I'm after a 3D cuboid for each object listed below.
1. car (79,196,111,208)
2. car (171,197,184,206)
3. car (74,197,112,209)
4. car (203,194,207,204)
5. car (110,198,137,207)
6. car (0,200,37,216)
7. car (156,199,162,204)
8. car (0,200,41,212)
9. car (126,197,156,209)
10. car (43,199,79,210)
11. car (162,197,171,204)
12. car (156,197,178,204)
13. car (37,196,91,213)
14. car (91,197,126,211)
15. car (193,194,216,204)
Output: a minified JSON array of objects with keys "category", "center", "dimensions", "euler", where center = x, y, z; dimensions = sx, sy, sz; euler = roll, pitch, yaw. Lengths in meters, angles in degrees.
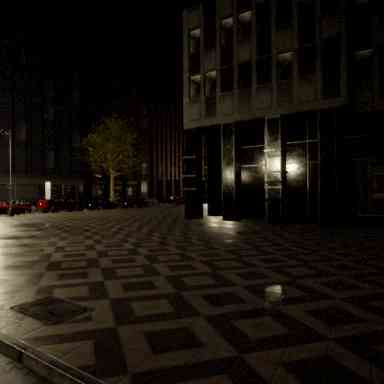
[{"category":"car","center":[-14.341,1.479,49.325],"dimensions":[1.967,1.590,4.097],"euler":[-1,0,35]},{"category":"car","center":[-0.913,1.458,53.735],"dimensions":[1.887,1.381,4.507],"euler":[-1,0,35]},{"category":"car","center":[-13.494,1.518,45.701],"dimensions":[1.837,1.490,4.892],"euler":[-1,0,35]},{"category":"car","center":[2.298,1.217,58.371],"dimensions":[2.192,1.841,5.009],"euler":[-1,0,35]},{"category":"car","center":[-11.127,1.607,53.960],"dimensions":[1.802,1.307,4.206],"euler":[-1,0,35]},{"category":"car","center":[-16.970,1.572,30.562],"dimensions":[1.802,1.307,4.206],"euler":[-1,0,35]},{"category":"car","center":[-8.012,1.539,58.455],"dimensions":[1.752,1.417,4.829],"euler":[-1,0,35]},{"category":"car","center":[-20.763,1.637,40.055],"dimensions":[1.947,1.339,4.313],"euler":[-1,0,35]},{"category":"car","center":[-7.336,1.504,44.465],"dimensions":[1.947,1.339,4.313],"euler":[-1,0,35]},{"category":"car","center":[-17.551,1.636,44.690],"dimensions":[1.802,1.307,4.206],"euler":[-1,0,35]},{"category":"car","center":[-3.286,1.625,60.259],"dimensions":[1.895,1.301,4.718],"euler":[-1,0,35]},{"category":"car","center":[-4.703,1.568,63.231],"dimensions":[1.947,1.339,4.313],"euler":[-1,0,35]},{"category":"car","center":[-13.761,1.286,35.198],"dimensions":[2.192,1.841,5.009],"euler":[-1,0,35]},{"category":"car","center":[-10.547,1.520,39.831],"dimensions":[1.947,1.339,4.313],"euler":[-1,0,35]},{"category":"car","center":[2.382,1.278,63.018],"dimensions":[2.097,1.767,4.553],"euler":[-1,0,35]}]
